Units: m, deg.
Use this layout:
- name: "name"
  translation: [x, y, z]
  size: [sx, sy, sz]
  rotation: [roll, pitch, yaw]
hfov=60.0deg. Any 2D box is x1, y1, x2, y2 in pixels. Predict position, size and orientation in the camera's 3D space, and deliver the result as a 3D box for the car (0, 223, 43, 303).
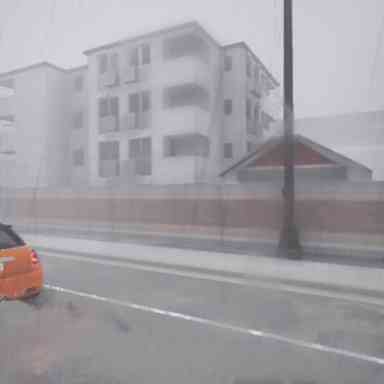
- name: "car"
  translation: [-5.280, 1.377, 7.000]
  size: [4.553, 1.767, 2.097]
  rotation: [0, 0, 32]
